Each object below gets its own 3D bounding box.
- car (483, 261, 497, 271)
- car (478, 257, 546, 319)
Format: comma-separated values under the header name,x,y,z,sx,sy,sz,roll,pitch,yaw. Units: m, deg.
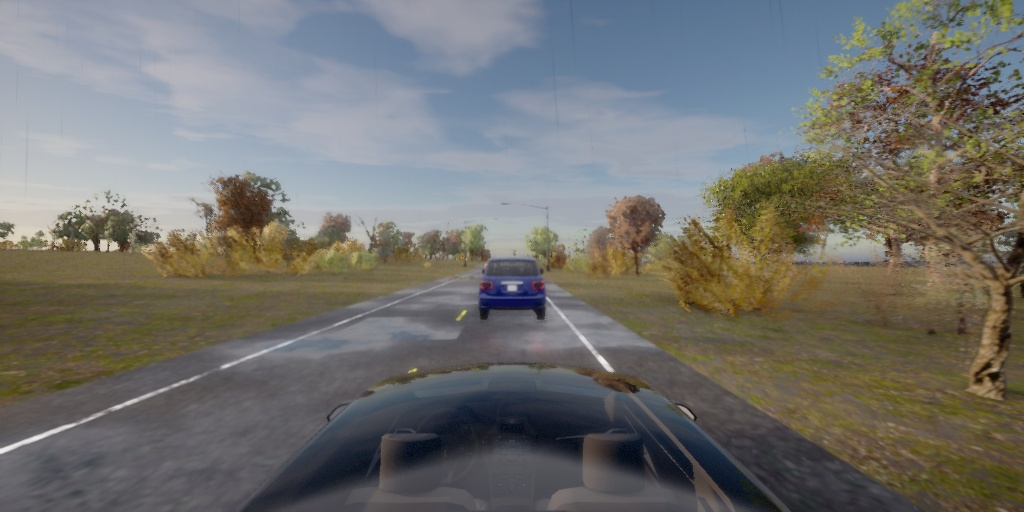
name,x,y,z,sx,sy,sz,roll,pitch,yaw
car,-3.574,1.607,58.788,1.882,1.535,5.008,0,0,0
car,0.029,1.046,13.275,2.150,2.045,5.566,0,0,0
